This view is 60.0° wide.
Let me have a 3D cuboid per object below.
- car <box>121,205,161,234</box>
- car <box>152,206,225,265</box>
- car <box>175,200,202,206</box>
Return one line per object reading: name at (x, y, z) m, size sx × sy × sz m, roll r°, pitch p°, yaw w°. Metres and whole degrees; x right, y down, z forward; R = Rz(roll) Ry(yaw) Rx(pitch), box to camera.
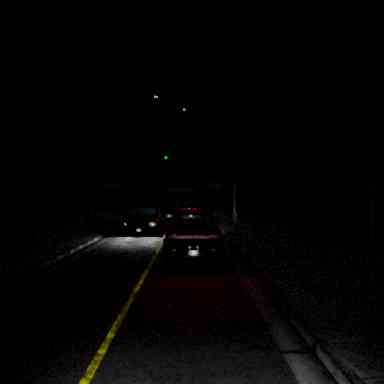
car at (-2.605, 1.480, 18.929) m, size 2.033 × 1.411 × 5.357 m, roll 0°, pitch 0°, yaw 0°
car at (0.050, 1.450, 11.514) m, size 2.128 × 1.511 × 4.902 m, roll 0°, pitch 0°, yaw 0°
car at (-0.237, 1.410, 26.500) m, size 1.837 × 1.490 × 4.892 m, roll 0°, pitch 0°, yaw -4°
